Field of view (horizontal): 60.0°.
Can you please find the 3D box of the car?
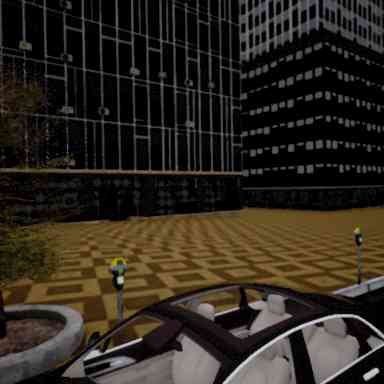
[{"bbox_3d":[0.189,1.545,2.582,4.403,1.369,2.008,0,-1,-35],"label":"car"}]
